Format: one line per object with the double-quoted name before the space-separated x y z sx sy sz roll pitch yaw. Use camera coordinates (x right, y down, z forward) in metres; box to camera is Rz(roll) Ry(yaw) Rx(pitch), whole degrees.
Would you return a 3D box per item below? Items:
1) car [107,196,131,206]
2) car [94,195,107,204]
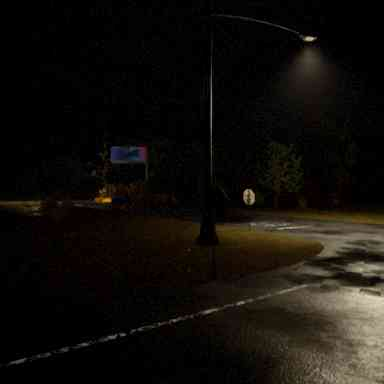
"car" -11.540 1.380 53.802 1.882 1.535 5.008 0 0 -33
"car" -16.335 1.364 60.905 1.882 1.535 5.008 0 0 -34
